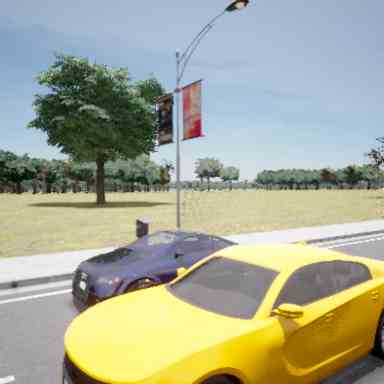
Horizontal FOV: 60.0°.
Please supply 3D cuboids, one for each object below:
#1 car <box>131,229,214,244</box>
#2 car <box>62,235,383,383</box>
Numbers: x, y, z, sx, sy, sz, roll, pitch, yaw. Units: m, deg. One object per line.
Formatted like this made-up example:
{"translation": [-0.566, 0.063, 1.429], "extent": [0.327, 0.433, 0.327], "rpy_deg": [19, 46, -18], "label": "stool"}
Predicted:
{"translation": [-0.417, 1.563, 7.383], "extent": [4.181, 1.385, 1.994], "rpy_deg": [0, 0, -35], "label": "car"}
{"translation": [0.952, 1.477, 4.367], "extent": [5.008, 1.535, 1.882], "rpy_deg": [0, 0, -36], "label": "car"}
